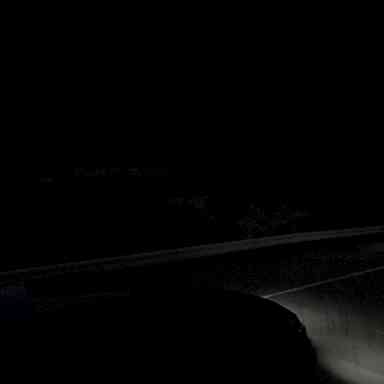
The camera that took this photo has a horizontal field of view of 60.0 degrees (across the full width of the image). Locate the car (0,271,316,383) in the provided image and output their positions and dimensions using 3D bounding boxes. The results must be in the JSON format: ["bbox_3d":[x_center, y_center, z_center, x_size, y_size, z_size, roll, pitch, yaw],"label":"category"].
[{"bbox_3d":[-0.832,1.520,3.088,4.674,1.442,1.812,0,0,-35],"label":"car"}]
